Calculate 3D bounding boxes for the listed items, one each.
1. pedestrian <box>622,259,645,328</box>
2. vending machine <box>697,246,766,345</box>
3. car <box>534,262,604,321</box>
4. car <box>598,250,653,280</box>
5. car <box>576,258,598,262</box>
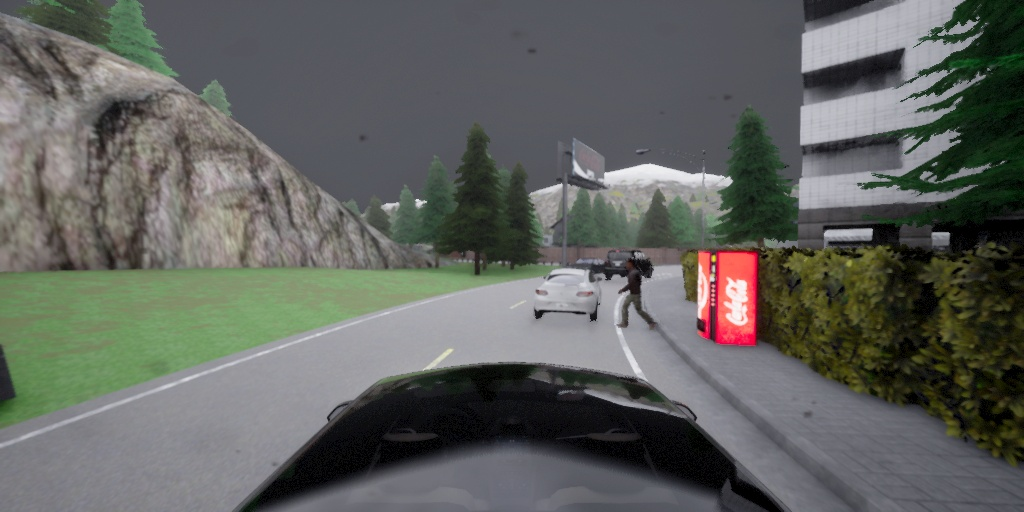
[{"bbox_3d":[3.079,0.927,9.086,0.375,1.860,0.375,0,1,13],"label":"pedestrian"},{"bbox_3d":[4.583,0.860,7.712,1.100,2.100,0.880,0,0,12],"label":"vending machine"},{"bbox_3d":[1.929,1.107,11.752,1.812,1.442,4.674,0,1,15],"label":"car"},{"bbox_3d":[8.151,0.599,24.864,2.150,2.045,5.566,1,1,34],"label":"car"},{"bbox_3d":[6.159,0.850,28.621,2.033,1.411,5.357,1,1,37],"label":"car"}]
